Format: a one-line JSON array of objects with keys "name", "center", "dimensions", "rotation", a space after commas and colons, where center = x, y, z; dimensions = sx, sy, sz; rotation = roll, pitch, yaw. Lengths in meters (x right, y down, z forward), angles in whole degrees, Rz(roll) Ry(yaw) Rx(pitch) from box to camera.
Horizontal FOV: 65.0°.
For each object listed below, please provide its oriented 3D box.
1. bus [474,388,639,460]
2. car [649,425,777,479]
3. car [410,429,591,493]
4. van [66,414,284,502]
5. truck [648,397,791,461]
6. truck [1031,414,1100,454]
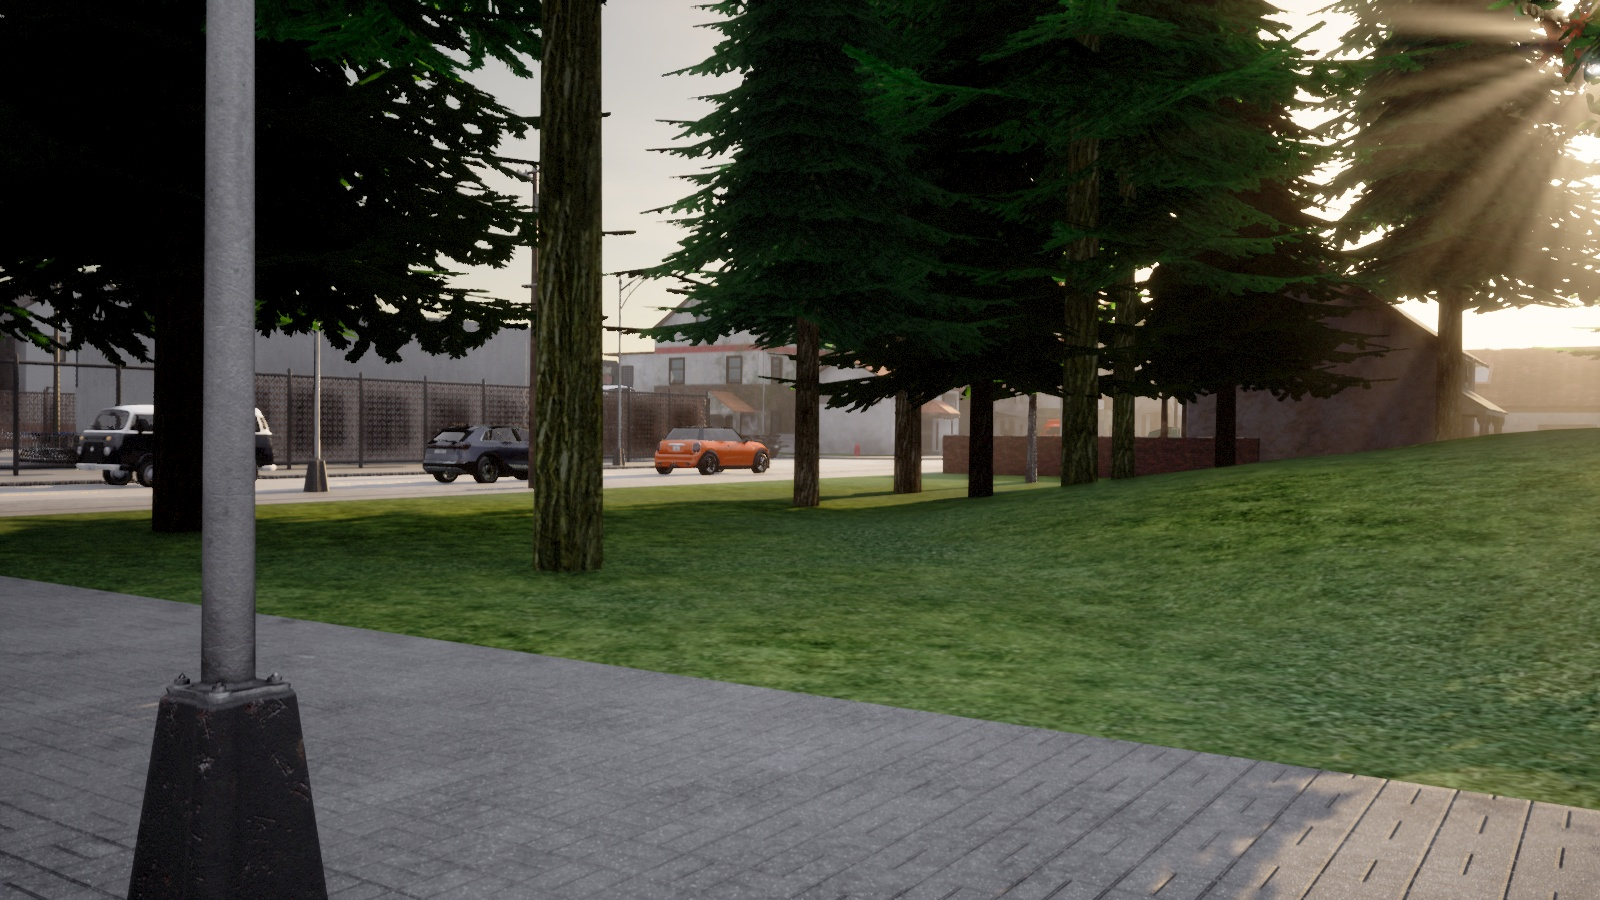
[{"name": "bus", "center": [-15.306, -1.595, 78.594], "dimensions": [10.273, 4.253, 3.944], "rotation": [1, 1, 33]}, {"name": "car", "center": [-2.931, 0.017, 43.387], "dimensions": [2.097, 1.767, 4.553], "rotation": [0, 1, 33]}, {"name": "car", "center": [-8.315, 0.247, 35.293], "dimensions": [2.033, 1.649, 4.856], "rotation": [0, 1, 34]}, {"name": "van", "center": [-15.612, 0.160, 31.591], "dimensions": [2.069, 2.038, 4.480], "rotation": [0, 0, 33]}, {"name": "truck", "center": [-4.663, -1.196, 71.570], "dimensions": [7.936, 3.462, 2.891], "rotation": [0, 1, 33]}, {"name": "truck", "center": [17.161, -1.024, 80.938], "dimensions": [2.627, 2.467, 5.204], "rotation": [0, 1, 33]}]
